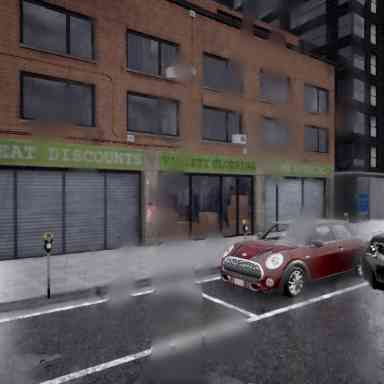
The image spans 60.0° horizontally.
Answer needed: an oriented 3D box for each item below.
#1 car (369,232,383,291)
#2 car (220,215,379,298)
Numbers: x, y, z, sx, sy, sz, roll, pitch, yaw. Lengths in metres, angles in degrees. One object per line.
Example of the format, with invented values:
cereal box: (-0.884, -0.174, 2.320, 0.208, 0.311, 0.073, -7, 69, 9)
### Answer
car: (6.320, 1.220, 7.887, 5.566, 2.045, 2.150, 0, 0, -36)
car: (2.644, 1.440, 8.421, 4.097, 1.590, 1.967, 0, 0, -36)
